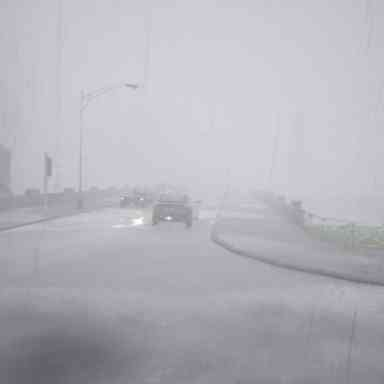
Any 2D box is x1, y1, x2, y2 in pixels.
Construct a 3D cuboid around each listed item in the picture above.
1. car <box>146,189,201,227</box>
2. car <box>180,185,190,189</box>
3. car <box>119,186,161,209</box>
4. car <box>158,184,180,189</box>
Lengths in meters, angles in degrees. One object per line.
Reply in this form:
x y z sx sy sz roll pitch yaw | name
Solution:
-0.729 0.811 17.002 1.837 1.490 4.892 2 2 6 | car
-1.440 -0.333 47.765 1.994 1.385 4.181 2 2 7 | car
-3.987 0.482 25.517 1.895 1.301 4.718 2 2 7 | car
-2.902 -0.098 34.986 2.097 1.767 4.553 2 2 7 | car
